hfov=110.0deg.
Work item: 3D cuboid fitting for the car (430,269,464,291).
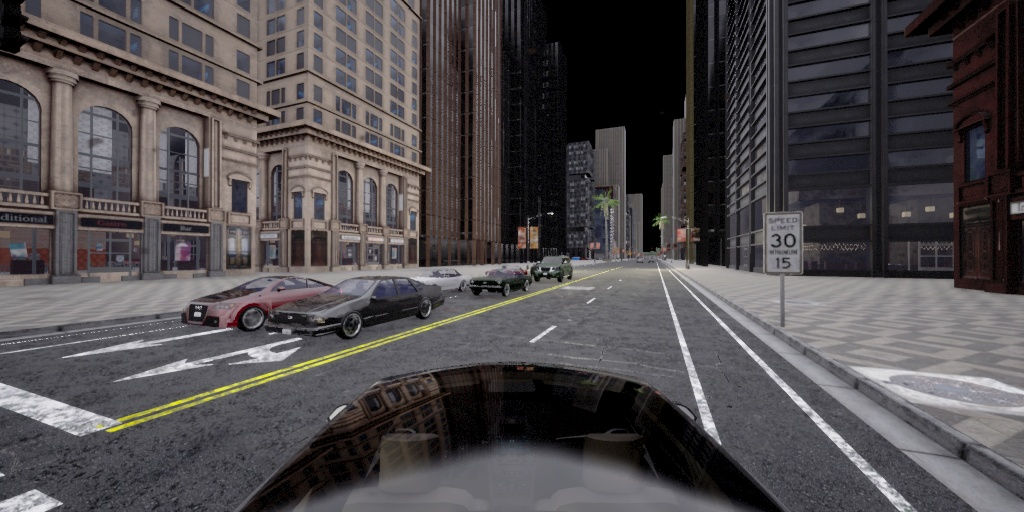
[{"bbox_3d":[-4.070,1.356,19.173,1.895,1.301,4.718,0,0,22],"label":"car"}]

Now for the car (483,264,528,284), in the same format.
[{"bbox_3d":[-0.376,1.363,28.424,1.895,1.301,4.718,0,0,22],"label":"car"}]

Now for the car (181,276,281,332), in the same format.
[{"bbox_3d":[-7.313,1.315,11.034,1.994,1.385,4.181,0,0,22],"label":"car"}]

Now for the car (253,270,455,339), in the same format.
[{"bbox_3d":[-4.042,1.299,10.471,2.033,1.411,5.357,0,0,22],"label":"car"}]

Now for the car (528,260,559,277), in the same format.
[{"bbox_3d":[3.443,1.250,37.889,1.882,1.535,5.008,0,0,22],"label":"car"}]

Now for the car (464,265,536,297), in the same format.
[{"bbox_3d":[-0.488,1.357,19.377,1.895,1.301,4.718,0,0,22],"label":"car"}]

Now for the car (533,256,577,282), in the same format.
[{"bbox_3d":[3.481,0.986,29.310,2.150,2.045,5.566,0,0,22],"label":"car"}]
